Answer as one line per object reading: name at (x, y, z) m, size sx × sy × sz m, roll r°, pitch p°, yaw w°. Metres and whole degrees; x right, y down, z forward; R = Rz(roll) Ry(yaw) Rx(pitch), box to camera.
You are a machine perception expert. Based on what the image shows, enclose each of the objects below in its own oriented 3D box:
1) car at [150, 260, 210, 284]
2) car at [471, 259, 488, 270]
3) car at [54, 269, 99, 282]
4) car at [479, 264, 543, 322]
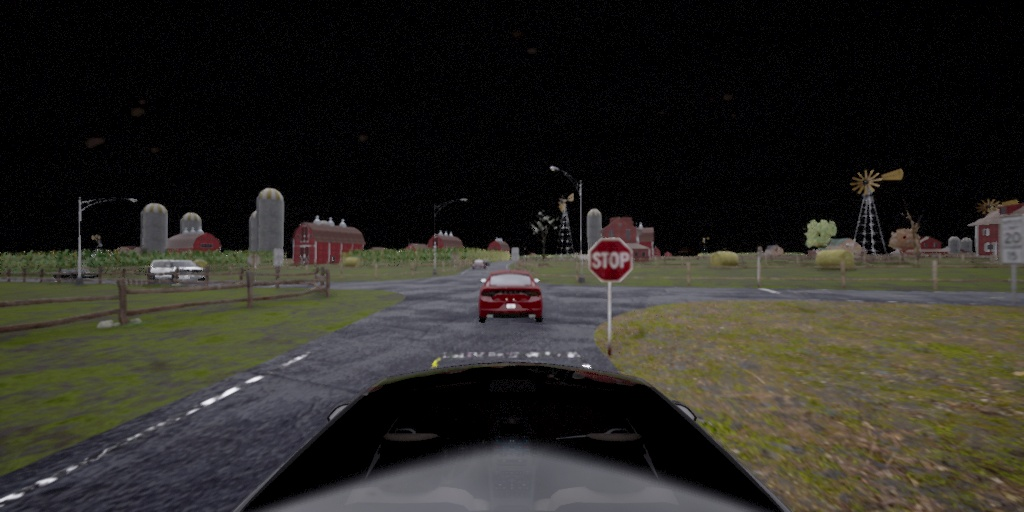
car at (-29.142, 1.341, 31.316) m, size 5.566 × 2.045 × 2.150 m, roll -1°, pitch -1°, yaw 21°
car at (-4.827, 1.226, 52.531) m, size 1.812 × 1.442 × 4.674 m, roll 0°, pitch 0°, yaw -2°
car at (-45.689, 1.991, 37.710) m, size 4.718 × 1.301 × 1.895 m, roll -1°, pitch -1°, yaw 21°
car at (-0.067, 1.211, 12.275) m, size 1.882 × 1.535 × 5.008 m, roll 0°, pitch 0°, yaw -1°
